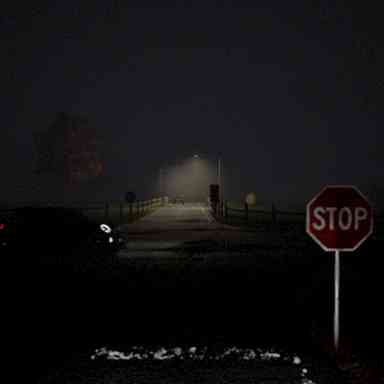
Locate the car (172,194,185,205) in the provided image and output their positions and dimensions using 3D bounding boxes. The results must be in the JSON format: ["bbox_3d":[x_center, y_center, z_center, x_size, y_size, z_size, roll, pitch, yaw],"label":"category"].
[{"bbox_3d":[-2.642,1.397,65.688,2.150,2.045,5.566,0,0,0],"label":"car"}]

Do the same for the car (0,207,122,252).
[{"bbox_3d":[-5.220,1.391,13.595,4.553,1.767,2.097,0,1,-1],"label":"car"}]
